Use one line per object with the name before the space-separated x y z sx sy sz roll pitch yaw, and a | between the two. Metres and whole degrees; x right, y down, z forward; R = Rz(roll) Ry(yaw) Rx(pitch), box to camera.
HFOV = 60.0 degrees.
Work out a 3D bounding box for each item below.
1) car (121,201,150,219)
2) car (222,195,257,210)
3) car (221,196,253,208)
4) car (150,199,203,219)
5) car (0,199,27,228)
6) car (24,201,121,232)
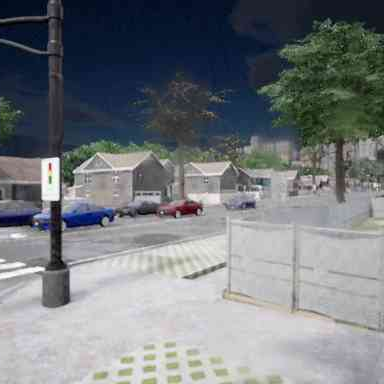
car | -4.471 1.468 29.057 2.033 1.411 5.357 -1 0 35
car | 5.668 1.125 38.085 2.097 1.767 4.553 -1 0 35
car | 6.108 1.271 44.433 2.033 1.411 5.357 -1 0 35
car | -0.954 1.362 28.442 1.882 1.535 5.008 -1 0 35
car | -11.127 1.329 19.342 2.097 1.767 4.553 -1 0 34
car | -6.889 1.421 19.803 1.882 1.535 5.008 -1 0 34
